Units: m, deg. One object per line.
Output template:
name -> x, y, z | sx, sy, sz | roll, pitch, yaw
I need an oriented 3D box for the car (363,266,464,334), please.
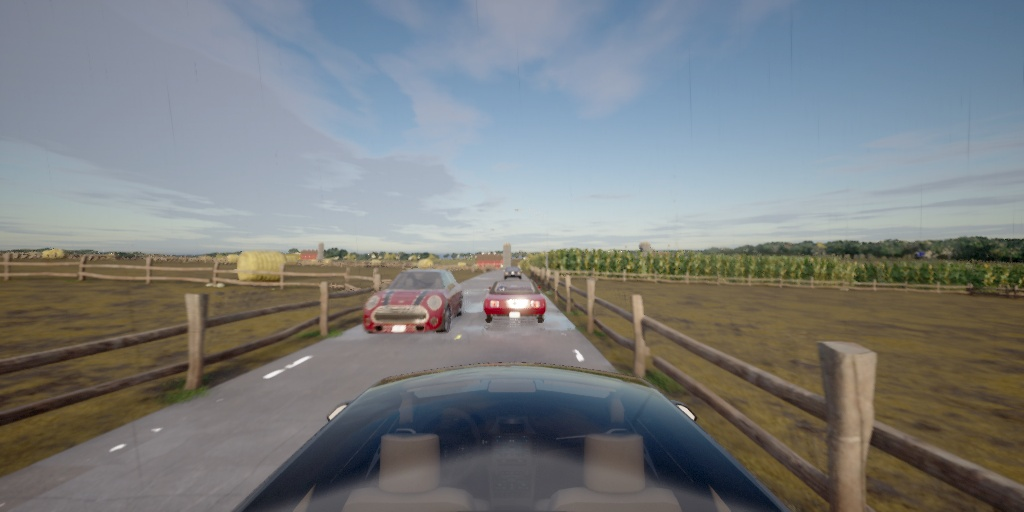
car -> -2.756, 1.202, 10.995 | 2.097, 1.767, 4.553 | 0, -1, 0

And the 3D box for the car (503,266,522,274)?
car -> 0.078, 1.772, 37.422 | 2.033, 1.411, 5.357 | 0, -1, 0

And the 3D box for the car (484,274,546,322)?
car -> 0.088, 1.472, 12.785 | 1.895, 1.301, 4.718 | 0, -1, 0
